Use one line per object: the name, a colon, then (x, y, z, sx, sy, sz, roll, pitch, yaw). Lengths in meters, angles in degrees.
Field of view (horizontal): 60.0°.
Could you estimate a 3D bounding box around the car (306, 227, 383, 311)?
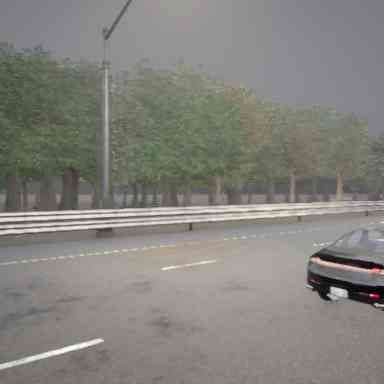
car: (4.472, 1.494, 7.062, 4.902, 1.511, 2.128, 0, 0, -36)
